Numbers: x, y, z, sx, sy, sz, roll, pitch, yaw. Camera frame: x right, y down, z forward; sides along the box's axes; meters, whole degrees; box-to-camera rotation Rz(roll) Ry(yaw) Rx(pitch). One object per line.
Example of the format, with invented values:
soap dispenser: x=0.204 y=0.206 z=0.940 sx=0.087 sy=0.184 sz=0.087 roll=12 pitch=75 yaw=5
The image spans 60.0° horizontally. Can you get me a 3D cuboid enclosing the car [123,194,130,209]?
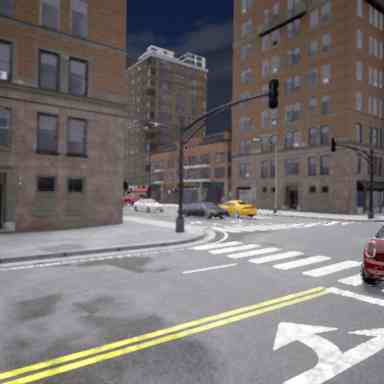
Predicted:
car: x=-10.653 y=1.406 z=45.001 sx=1.882 sy=1.535 sz=5.008 roll=1 pitch=-1 yaw=-35

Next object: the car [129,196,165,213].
car: x=-4.807 y=1.493 z=36.814 sx=1.812 sy=1.442 sz=4.674 roll=1 pitch=-1 yaw=-36

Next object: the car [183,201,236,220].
car: x=1.004 y=1.553 z=28.693 sx=2.033 sy=1.411 sz=5.357 roll=1 pitch=-1 yaw=-36

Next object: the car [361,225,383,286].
car: x=6.159 y=1.365 z=8.542 sx=4.553 sy=1.767 sz=2.097 roll=-1 pitch=0 yaw=-44

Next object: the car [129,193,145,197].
car: x=-9.596 y=1.246 z=55.021 sx=2.150 sy=2.045 sz=5.566 roll=1 pitch=0 yaw=-36

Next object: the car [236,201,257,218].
car: x=3.768 y=1.545 z=30.655 sx=1.882 sy=1.535 sz=5.008 roll=1 pitch=-1 yaw=-35
